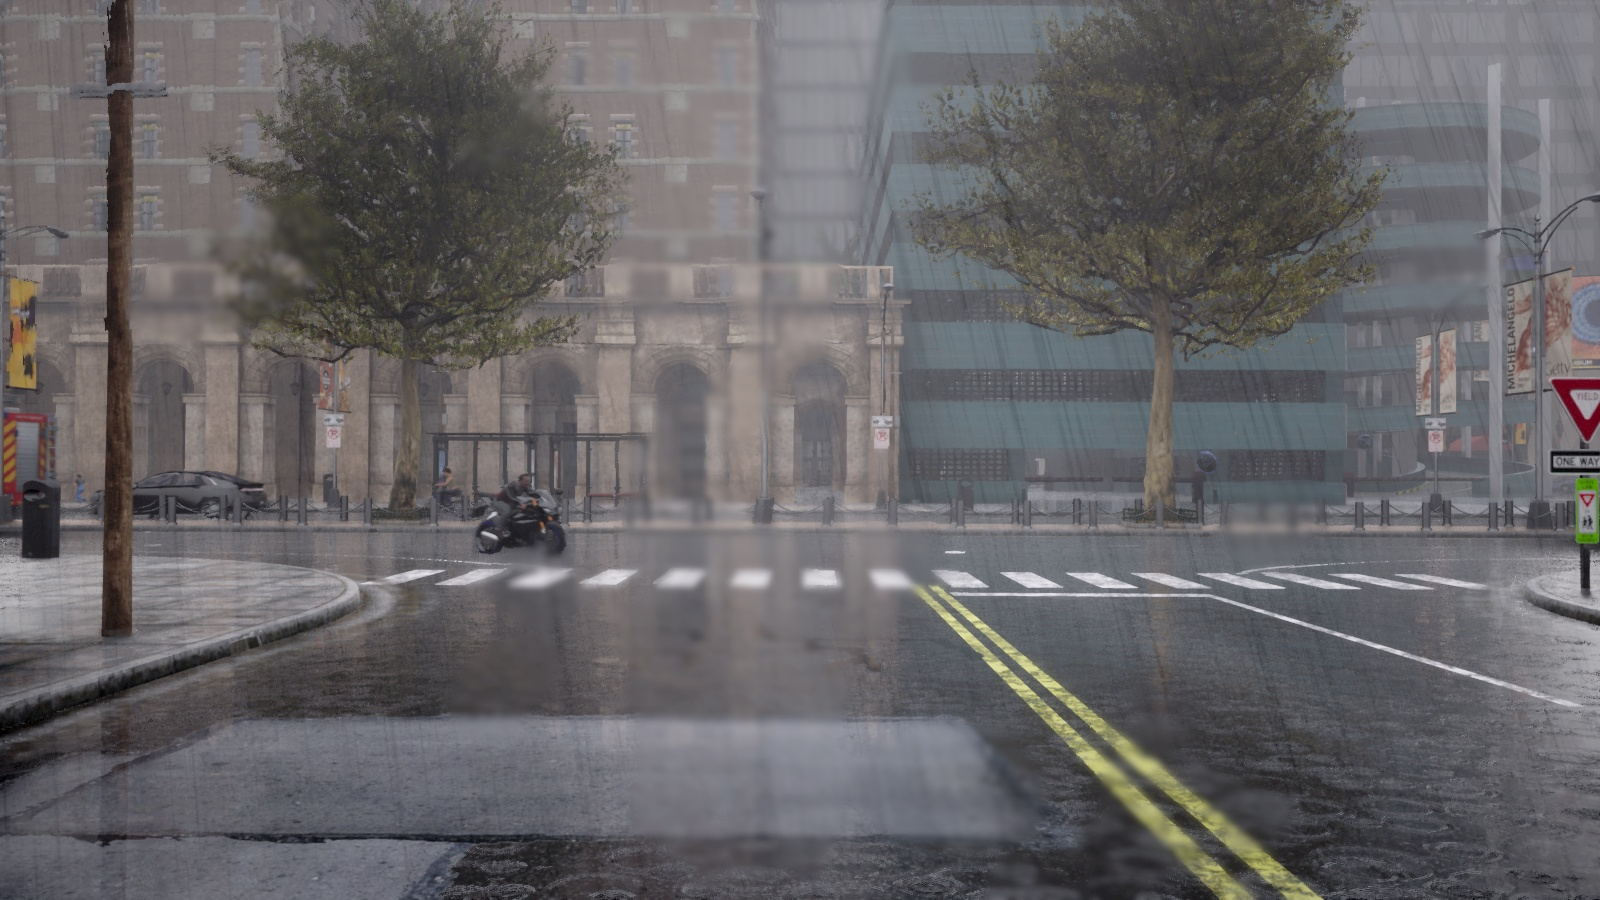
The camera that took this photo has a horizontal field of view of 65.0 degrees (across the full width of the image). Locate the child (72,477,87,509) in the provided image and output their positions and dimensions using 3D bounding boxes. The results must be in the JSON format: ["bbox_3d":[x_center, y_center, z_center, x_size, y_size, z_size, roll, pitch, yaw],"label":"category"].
[{"bbox_3d":[-28.521,1.698,49.697,0.437,1.263,0.270,0,-1,11],"label":"child"}]

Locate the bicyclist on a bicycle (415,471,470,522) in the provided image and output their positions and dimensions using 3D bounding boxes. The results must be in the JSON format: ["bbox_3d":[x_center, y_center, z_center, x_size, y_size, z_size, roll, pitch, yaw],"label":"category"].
[{"bbox_3d":[-11.440,1.470,40.195,1.509,1.612,0.866,0,-1,1],"label":"bicyclist on a bicycle"}]

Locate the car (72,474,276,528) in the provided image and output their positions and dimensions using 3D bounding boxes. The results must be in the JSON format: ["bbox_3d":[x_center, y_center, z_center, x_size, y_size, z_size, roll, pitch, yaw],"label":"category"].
[{"bbox_3d":[-18.259,1.460,36.795,4.902,1.511,2.128,0,-1,1],"label":"car"}]

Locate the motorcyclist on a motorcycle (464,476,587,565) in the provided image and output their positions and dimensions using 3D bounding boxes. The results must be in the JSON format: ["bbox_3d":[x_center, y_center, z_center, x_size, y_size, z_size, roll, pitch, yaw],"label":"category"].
[{"bbox_3d":[-5.002,1.252,22.829,2.191,1.530,0.866,-1,0,32],"label":"motorcyclist on a motorcycle"}]

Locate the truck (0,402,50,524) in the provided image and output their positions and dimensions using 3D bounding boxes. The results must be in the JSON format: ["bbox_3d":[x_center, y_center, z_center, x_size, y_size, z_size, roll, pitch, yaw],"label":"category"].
[{"bbox_3d":[-29.251,0.445,40.465,8.468,3.827,2.891,0,-1,1],"label":"truck"}]
